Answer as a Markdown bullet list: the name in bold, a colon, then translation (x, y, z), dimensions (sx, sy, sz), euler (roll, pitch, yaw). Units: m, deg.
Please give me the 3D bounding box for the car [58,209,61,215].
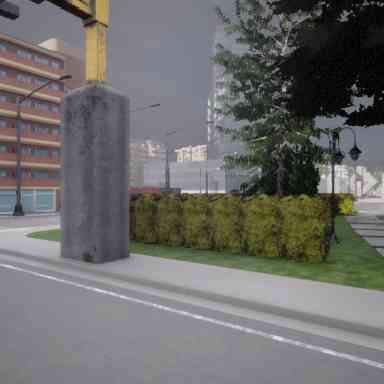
- **car**: translation (-9.865, 1.564, 30.162), dimensions (1.994, 1.385, 4.181), euler (0, 0, 36)
